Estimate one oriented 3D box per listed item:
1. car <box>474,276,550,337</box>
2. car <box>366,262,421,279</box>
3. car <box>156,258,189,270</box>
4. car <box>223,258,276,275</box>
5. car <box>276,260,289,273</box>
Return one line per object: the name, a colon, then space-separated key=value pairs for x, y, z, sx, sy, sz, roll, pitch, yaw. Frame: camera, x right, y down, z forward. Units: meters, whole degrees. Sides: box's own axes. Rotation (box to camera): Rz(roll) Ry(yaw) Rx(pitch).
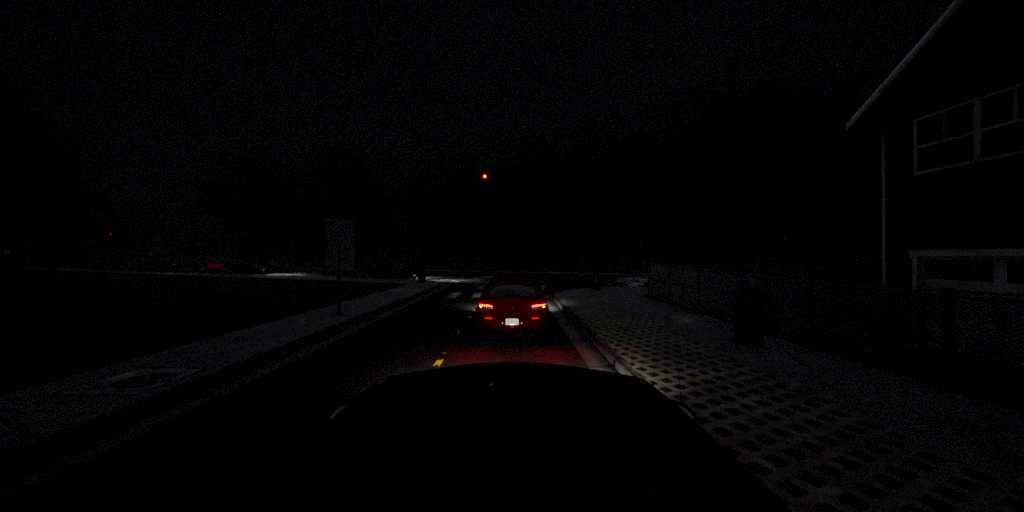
car: x=0.006 y=1.276 z=10.166 sx=1.812 sy=1.442 sz=4.674 roll=0 pitch=0 yaw=0
car: x=-10.271 y=1.343 z=31.264 sx=4.718 sy=1.301 sz=1.895 roll=0 pitch=0 yaw=24
car: x=-43.221 y=0.948 z=45.599 sx=4.674 sy=1.442 sz=1.812 roll=0 pitch=0 yaw=23
car: x=-28.745 y=1.254 z=39.253 sx=4.902 sy=1.511 sz=2.128 roll=0 pitch=0 yaw=23
car: x=-28.902 y=1.253 z=42.864 sx=5.008 sy=1.535 sz=1.882 roll=0 pitch=0 yaw=23
